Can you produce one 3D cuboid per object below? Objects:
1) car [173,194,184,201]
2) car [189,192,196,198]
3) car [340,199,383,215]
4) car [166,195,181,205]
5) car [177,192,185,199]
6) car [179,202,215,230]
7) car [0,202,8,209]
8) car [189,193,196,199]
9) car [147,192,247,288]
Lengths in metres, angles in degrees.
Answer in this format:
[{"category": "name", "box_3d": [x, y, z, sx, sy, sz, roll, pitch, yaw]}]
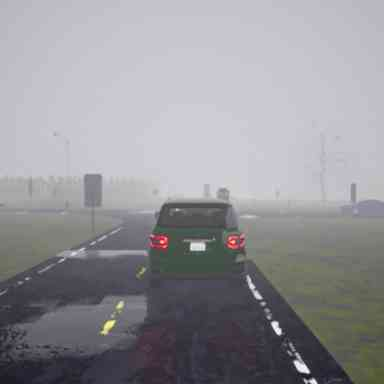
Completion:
[{"category": "car", "box_3d": [-2.665, 1.067, 65.765, 1.994, 1.385, 4.181, 0, 0, 0]}, {"category": "car", "box_3d": [0.130, 0.769, 88.176, 1.882, 1.535, 5.008, 0, 0, 0]}, {"category": "car", "box_3d": [17.523, 1.458, 33.376, 5.008, 1.535, 1.882, 1, 1, 0]}, {"category": "car", "box_3d": [-2.762, 1.211, 50.096, 1.895, 1.301, 4.718, 0, 0, 0]}, {"category": "car", "box_3d": [-2.629, 0.853, 80.253, 1.812, 1.442, 4.674, 0, 0, 0]}, {"category": "car", "box_3d": [0.358, 1.393, 20.535, 1.994, 1.385, 4.181, 0, 0, 3]}, {"category": "car", "box_3d": [-19.884, 1.045, 30.347, 5.357, 1.411, 2.033, 1, 1, 0]}, {"category": "car", "box_3d": [0.118, 0.946, 78.174, 1.812, 1.442, 4.674, 0, 0, 0]}, {"category": "car", "box_3d": [0.113, 1.142, 9.169, 2.150, 2.045, 5.566, 0, 0, 0]}]
